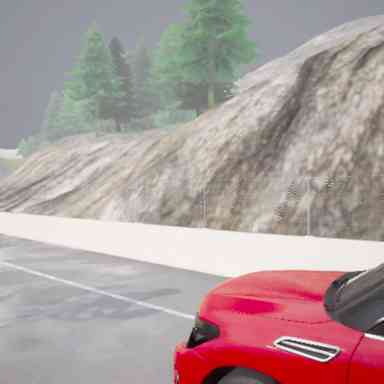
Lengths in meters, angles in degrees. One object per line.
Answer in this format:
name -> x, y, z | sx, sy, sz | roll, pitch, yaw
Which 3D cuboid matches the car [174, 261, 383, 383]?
car -> 2.489, 1.226, 2.261 | 5.566, 2.045, 2.150 | 0, 0, 35
